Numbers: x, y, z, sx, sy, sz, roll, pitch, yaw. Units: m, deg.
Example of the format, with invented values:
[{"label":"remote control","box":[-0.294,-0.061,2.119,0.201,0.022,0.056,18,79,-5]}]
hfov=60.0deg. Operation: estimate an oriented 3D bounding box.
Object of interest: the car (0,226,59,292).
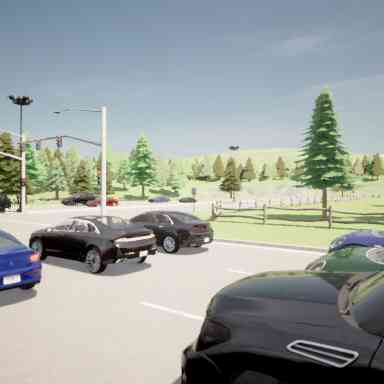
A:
[{"label":"car","box":[-5.347,1.526,7.788,4.674,1.442,1.812,0,0,36]}]

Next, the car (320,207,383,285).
[{"label":"car","box":[5.874,1.352,8.400,4.553,1.767,2.097,0,0,35]}]

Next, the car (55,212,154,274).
[{"label":"car","box":[-3.305,1.492,10.628,4.902,1.511,2.128,0,0,36]}]

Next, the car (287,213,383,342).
[{"label":"car","box":[4.126,1.352,5.348,4.553,1.767,2.097,0,0,36]}]

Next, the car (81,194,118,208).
[{"label":"car","box":[-12.954,1.478,48.083,1.882,1.535,5.008,0,1,35]}]

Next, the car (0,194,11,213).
[{"label":"car","box":[-22.089,1.224,34.935,2.150,2.045,5.566,0,0,35]}]

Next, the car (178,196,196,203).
[{"label":"car","box":[-0.948,1.565,65.266,1.994,1.385,4.181,0,0,35]}]

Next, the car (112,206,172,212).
[{"label":"car","box":[-1.430,1.505,13.590,4.892,1.490,1.837,0,0,36]}]

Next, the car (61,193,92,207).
[{"label":"car","box":[-18.017,1.222,53.056,2.150,2.045,5.566,0,0,35]}]

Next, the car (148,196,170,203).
[{"label":"car","box":[-6.765,1.548,69.091,2.033,1.411,5.357,0,0,35]}]

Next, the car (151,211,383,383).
[{"label":"car","box":[2.556,1.221,2.169,5.566,2.045,2.150,0,0,36]}]
